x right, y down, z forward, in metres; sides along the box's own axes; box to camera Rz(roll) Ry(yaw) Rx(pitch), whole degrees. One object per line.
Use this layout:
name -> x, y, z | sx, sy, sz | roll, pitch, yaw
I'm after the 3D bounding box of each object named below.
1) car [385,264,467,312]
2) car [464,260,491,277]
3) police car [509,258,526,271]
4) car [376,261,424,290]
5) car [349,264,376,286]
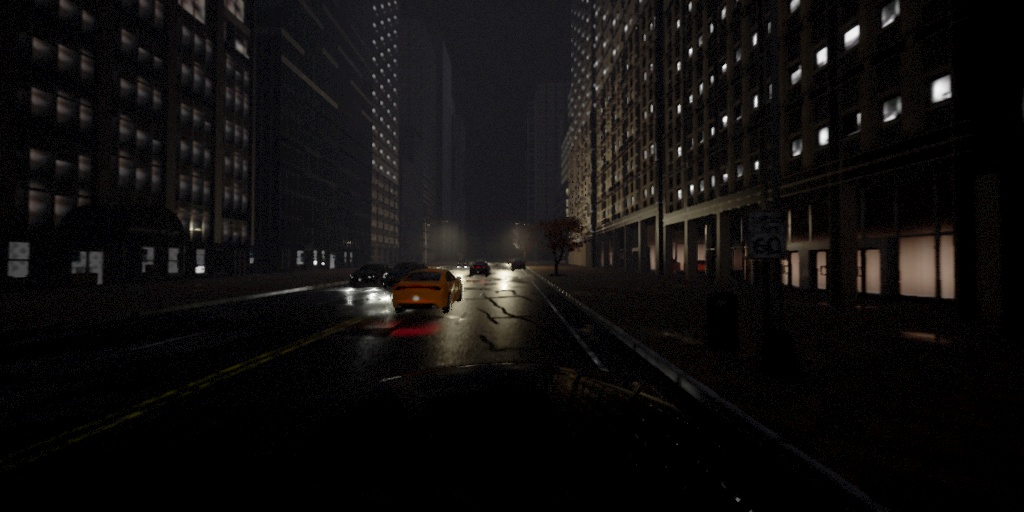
car -> -3.158, 1.247, 14.267 | 1.882, 1.535, 5.008 | 0, 0, 0
car -> -3.217, 1.297, 36.531 | 2.128, 1.511, 4.902 | 0, 0, 0
police car -> 0.948, 1.252, 51.483 | 1.930, 1.638, 5.238 | 0, 0, 0
car -> -6.601, 1.135, 22.799 | 2.097, 1.767, 4.553 | 0, 0, 0
car -> -9.845, 1.292, 25.600 | 1.837, 1.490, 4.892 | 0, 0, 0
